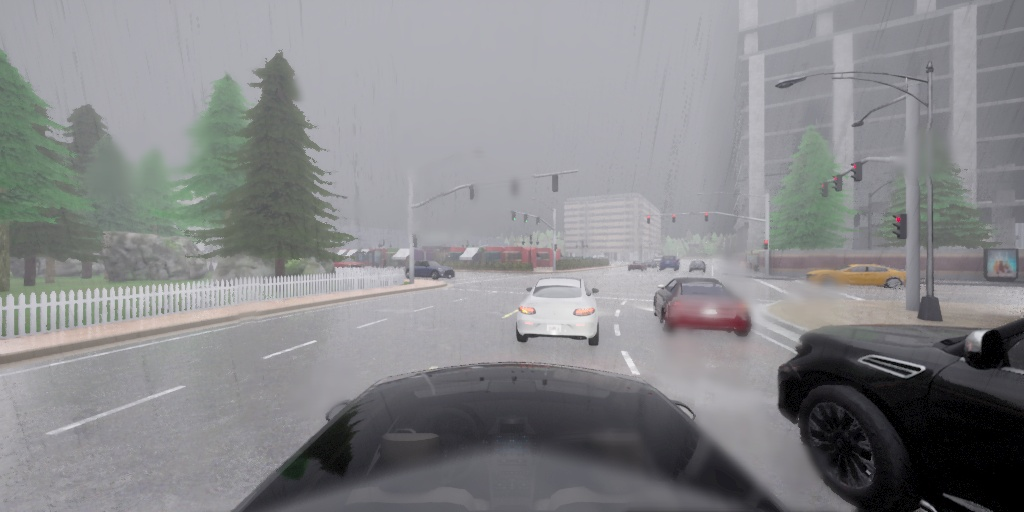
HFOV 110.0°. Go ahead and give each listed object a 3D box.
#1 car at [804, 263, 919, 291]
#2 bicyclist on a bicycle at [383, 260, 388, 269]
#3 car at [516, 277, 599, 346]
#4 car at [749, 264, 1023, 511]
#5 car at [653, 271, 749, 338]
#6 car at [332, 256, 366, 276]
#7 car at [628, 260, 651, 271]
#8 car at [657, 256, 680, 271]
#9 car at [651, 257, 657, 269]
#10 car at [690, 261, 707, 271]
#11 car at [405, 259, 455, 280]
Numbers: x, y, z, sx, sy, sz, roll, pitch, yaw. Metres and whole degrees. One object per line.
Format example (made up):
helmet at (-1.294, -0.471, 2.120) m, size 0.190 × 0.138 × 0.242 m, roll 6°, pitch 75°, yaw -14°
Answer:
car at (22.390, 1.283, 23.284) m, size 5.008 × 1.535 × 1.882 m, roll 0°, pitch 0°, yaw 28°
bicyclist on a bicycle at (-15.686, 1.258, 44.313) m, size 0.582 × 1.620 × 1.656 m, roll 0°, pitch 0°, yaw -22°
car at (1.285, 1.276, 9.432) m, size 1.812 × 1.442 × 4.674 m, roll 0°, pitch 0°, yaw 11°
car at (3.737, 0.971, 1.185) m, size 2.150 × 2.045 × 5.566 m, roll 0°, pitch 0°, yaw 0°
car at (5.307, 1.314, 10.435) m, size 1.994 × 1.385 × 4.181 m, roll 0°, pitch 0°, yaw 17°
car at (-17.964, 1.027, 38.043) m, size 5.566 × 2.045 × 2.150 m, roll 0°, pitch 0°, yaw 30°
car at (17.057, 1.351, 48.593) m, size 1.895 × 1.301 × 4.718 m, roll 0°, pitch 0°, yaw 29°
car at (21.964, 0.971, 49.819) m, size 2.150 × 2.045 × 5.566 m, roll 0°, pitch 0°, yaw 29°
car at (22.155, 1.297, 57.681) m, size 2.033 × 1.411 × 5.357 m, roll 0°, pitch 0°, yaw 30°
car at (24.162, 1.297, 46.574) m, size 2.033 × 1.411 × 5.357 m, roll 0°, pitch 0°, yaw 29°
car at (-7.286, 1.157, 31.969) m, size 4.553 × 1.767 × 2.097 m, roll 0°, pitch 0°, yaw 30°
